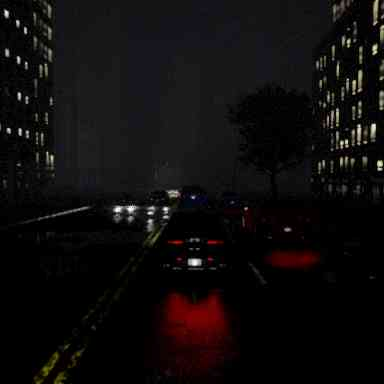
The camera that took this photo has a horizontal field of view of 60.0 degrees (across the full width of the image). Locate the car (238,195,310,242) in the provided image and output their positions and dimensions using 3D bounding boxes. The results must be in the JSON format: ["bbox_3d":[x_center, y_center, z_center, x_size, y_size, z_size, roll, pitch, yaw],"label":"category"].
[{"bbox_3d":[3.335,1.085,14.030,1.882,1.535,5.008,0,2,0],"label":"car"}]

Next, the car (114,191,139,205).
[{"bbox_3d":[-6.591,0.608,33.916,1.994,1.385,4.181,0,2,0],"label":"car"}]

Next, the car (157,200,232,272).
[{"bbox_3d":[0.074,1.230,9.828,1.837,1.490,4.892,0,2,0],"label":"car"}]

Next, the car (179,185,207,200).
[{"bbox_3d":[0.093,0.450,27.401,2.150,2.045,5.566,0,1,0],"label":"car"}]

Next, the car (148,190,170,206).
[{"bbox_3d":[-3.340,0.545,34.097,1.837,1.490,4.892,0,1,0],"label":"car"}]

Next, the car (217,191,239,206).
[{"bbox_3d":[3.347,0.634,29.965,1.882,1.535,5.008,0,2,0],"label":"car"}]

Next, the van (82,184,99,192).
[{"bbox_3d":[-22.634,-0.918,73.805,3.998,1.788,1.690,0,2,1],"label":"van"}]

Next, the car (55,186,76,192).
[{"bbox_3d":[-28.174,-0.742,73.859,4.507,1.381,1.887,0,2,1],"label":"car"}]
